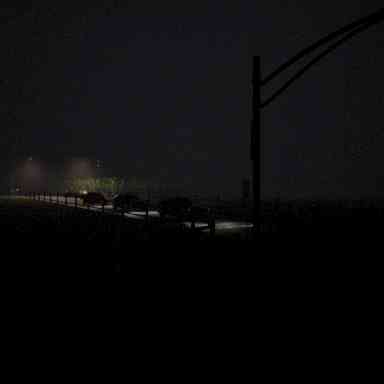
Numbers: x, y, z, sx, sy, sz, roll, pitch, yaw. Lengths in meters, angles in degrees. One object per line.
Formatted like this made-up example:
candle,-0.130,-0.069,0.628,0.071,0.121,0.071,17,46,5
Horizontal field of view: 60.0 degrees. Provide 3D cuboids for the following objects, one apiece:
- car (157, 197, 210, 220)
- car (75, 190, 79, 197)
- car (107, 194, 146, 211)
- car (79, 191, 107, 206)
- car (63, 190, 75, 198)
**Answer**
car,-0.707,1.114,24.190,1.882,1.535,5.008,0,1,-35
car,-16.653,0.603,53.600,2.033,1.411,5.357,0,1,-35
car,-6.101,0.970,31.951,1.837,1.490,4.892,0,1,-35
car,-11.701,0.815,40.026,1.812,1.442,4.674,0,1,-35
car,-22.519,0.355,62.029,1.882,1.535,5.008,0,1,-35
